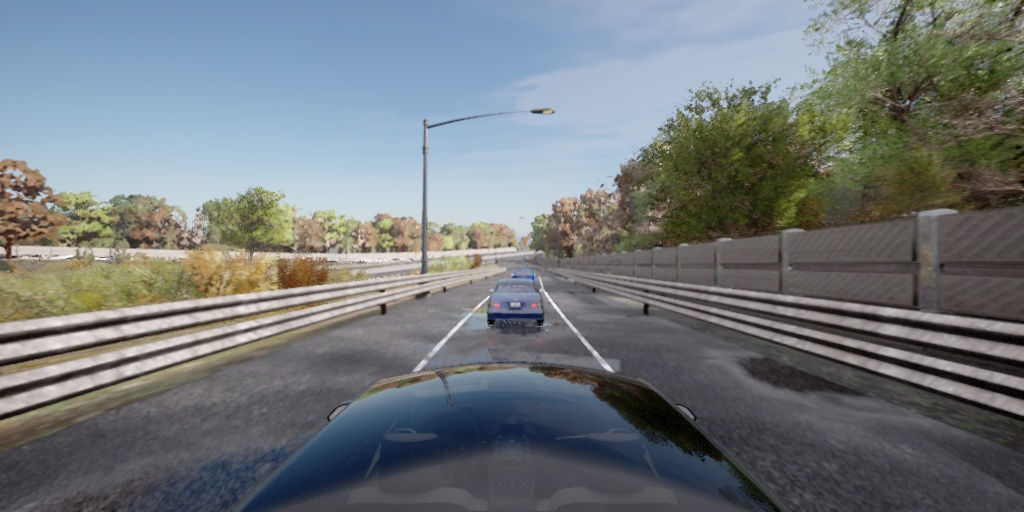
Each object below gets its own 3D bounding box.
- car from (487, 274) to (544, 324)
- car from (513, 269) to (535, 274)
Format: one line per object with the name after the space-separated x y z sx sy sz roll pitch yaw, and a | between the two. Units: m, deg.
0.152 1.513 12.879 2.033 1.411 5.357 0 -1 1 | car
0.898 1.823 28.892 1.882 1.535 5.008 0 -1 3 | car
